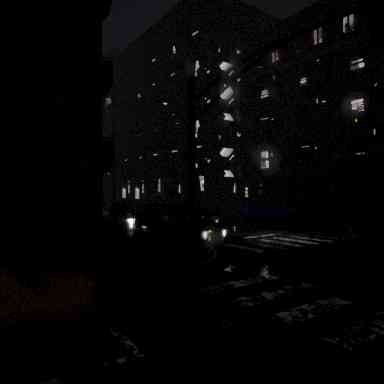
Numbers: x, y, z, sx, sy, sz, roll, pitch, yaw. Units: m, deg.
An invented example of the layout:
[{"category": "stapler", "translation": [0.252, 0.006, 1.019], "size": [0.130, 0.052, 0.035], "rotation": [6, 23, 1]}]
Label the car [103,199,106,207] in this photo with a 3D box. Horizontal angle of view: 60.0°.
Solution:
[{"category": "car", "translation": [-14.256, 1.429, 47.008], "size": [2.128, 1.511, 4.902], "rotation": [-1, 0, -36]}]

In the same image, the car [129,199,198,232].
[{"category": "car", "translation": [-1.818, 1.441, 20.033], "size": [1.967, 1.590, 4.097], "rotation": [0, 0, -36]}]

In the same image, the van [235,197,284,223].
[{"category": "van", "translation": [4.982, 1.280, 24.930], "size": [1.690, 1.788, 3.998], "rotation": [0, 0, -36]}]

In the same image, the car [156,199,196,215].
[{"category": "car", "translation": [-1.755, 1.449, 34.242], "size": [1.752, 1.417, 4.829], "rotation": [0, 0, -36]}]

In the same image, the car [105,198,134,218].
[{"category": "car", "translation": [-5.816, 1.532, 29.975], "size": [1.994, 1.385, 4.181], "rotation": [-1, 0, -36]}]

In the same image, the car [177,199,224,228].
[{"category": "car", "translation": [0.050, 1.473, 21.866], "size": [2.128, 1.511, 4.902], "rotation": [-1, 0, -36]}]

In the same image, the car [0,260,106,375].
[{"category": "car", "translation": [-3.549, 1.525, 4.036], "size": [4.829, 1.417, 1.752], "rotation": [0, 0, -35]}]

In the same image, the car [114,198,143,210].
[{"category": "car", "translation": [-8.293, 1.463, 43.277], "size": [1.887, 1.381, 4.507], "rotation": [-1, 0, -36]}]
